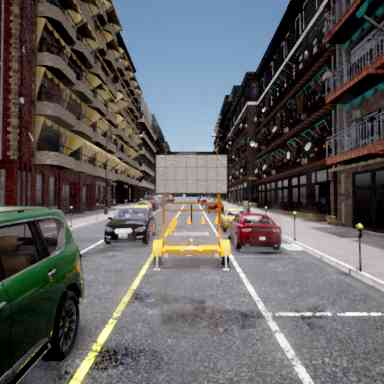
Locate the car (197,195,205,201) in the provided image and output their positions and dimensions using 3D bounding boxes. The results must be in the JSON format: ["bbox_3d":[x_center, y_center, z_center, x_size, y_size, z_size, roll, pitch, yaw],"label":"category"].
[{"bbox_3d":[2.424,1.721,91.750,1.967,1.590,4.097,1,0,0],"label":"car"}]

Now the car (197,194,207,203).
[{"bbox_3d":[2.444,1.539,80.687,2.192,1.841,5.009,1,0,0],"label":"car"}]

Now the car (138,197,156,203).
[{"bbox_3d":[-5.344,1.587,36.322,1.752,1.417,4.829,2,0,0],"label":"car"}]

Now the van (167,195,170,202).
[{"bbox_3d":[-5.372,1.471,58.614,1.690,1.788,3.998,1,0,0],"label":"van"}]

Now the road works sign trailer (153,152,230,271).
[{"bbox_3d":[-0.014,0.475,10.980,2.380,3.560,2.880,0,0,0],"label":"road works sign trailer"}]

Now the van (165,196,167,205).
[{"bbox_3d":[-5.363,1.451,53.082,1.690,1.788,3.998,2,0,0],"label":"van"}]

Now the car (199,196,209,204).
[{"bbox_3d":[2.498,1.615,69.625,1.967,1.590,4.097,1,0,0],"label":"car"}]

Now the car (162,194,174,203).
[{"bbox_3d":[-5.394,1.514,75.205,2.192,1.841,5.009,1,0,0],"label":"car"}]

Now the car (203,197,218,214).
[{"bbox_3d":[2.535,1.607,36.439,1.887,1.381,4.507,1,0,0],"label":"car"}]

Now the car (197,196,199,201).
[{"bbox_3d":[2.496,1.696,64.093,1.887,1.381,4.507,1,0,0],"label":"car"}]

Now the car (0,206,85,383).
[{"bbox_3d":[-2.746,1.224,3.025,2.150,2.045,5.566,0,0,0],"label":"car"}]

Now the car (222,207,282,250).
[{"bbox_3d":[2.567,1.561,14.317,1.887,1.381,4.507,1,0,0],"label":"car"}]

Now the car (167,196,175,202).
[{"bbox_3d":[-5.417,1.817,86.266,1.947,1.339,4.313,1,0,0],"label":"car"}]

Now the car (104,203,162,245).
[{"bbox_3d":[-2.775,1.509,15.742,2.128,1.511,4.902,0,0,0],"label":"car"}]

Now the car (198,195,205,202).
[{"bbox_3d":[2.504,1.674,58.563,1.887,1.381,4.507,1,0,0],"label":"car"}]

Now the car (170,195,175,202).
[{"bbox_3d":[-5.387,1.490,69.675,2.192,1.841,5.009,1,0,0],"label":"car"}]

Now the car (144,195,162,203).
[{"bbox_3d":[-5.347,1.392,42.024,2.192,1.841,5.009,2,0,0],"label":"car"}]

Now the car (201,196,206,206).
[{"bbox_3d":[2.527,1.627,41.971,2.008,1.369,4.403,1,0,0],"label":"car"}]

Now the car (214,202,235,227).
[{"bbox_3d":[2.559,1.550,20.019,1.752,1.417,4.829,1,0,0],"label":"car"}]
